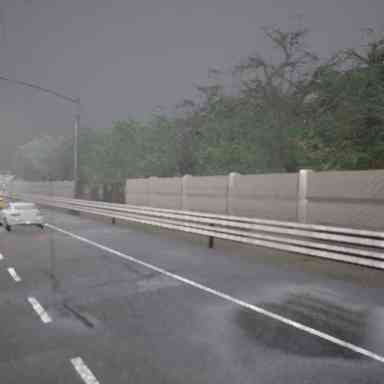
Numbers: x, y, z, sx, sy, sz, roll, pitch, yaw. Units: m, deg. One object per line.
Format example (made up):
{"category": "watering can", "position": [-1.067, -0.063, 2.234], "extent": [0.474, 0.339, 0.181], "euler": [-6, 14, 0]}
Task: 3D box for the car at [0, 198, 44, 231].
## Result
{"category": "car", "position": [-9.704, 1.290, 18.908], "extent": [1.812, 1.442, 4.674], "euler": [1, 0, -36]}
